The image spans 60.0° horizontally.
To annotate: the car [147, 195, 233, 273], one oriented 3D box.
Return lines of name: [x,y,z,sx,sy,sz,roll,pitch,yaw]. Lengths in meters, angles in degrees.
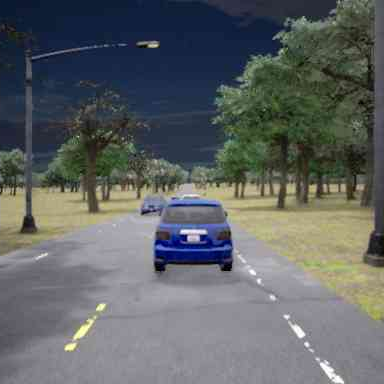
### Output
car: [0.034,1.241,10.894,2.150,2.045,5.566,0,0,0]

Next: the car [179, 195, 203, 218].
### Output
car: [-0.073,1.304,32.431,2.150,2.045,5.566,0,0,0]

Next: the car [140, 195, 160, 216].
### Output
car: [-3.774,1.308,33.371,2.150,2.045,5.566,0,0,0]

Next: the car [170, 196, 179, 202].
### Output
car: [-3.903,1.567,74.608,1.895,1.301,4.718,0,0,0]
